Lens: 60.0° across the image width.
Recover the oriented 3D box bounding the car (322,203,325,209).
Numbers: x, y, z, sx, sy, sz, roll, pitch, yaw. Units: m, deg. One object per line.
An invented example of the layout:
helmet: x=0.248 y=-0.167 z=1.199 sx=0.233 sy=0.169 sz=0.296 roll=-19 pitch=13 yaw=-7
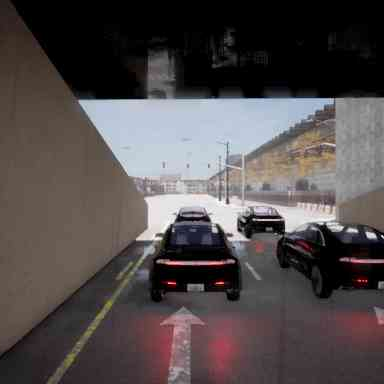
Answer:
car: x=17.402 y=1.450 z=40.046 sx=2.038 sy=1.542 sz=4.974 roll=0 pitch=0 yaw=45

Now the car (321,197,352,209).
car: x=17.438 y=1.293 z=40.083 sx=1.853 sy=1.218 sz=4.536 roll=0 pitch=0 yaw=45

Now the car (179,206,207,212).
car: x=0.040 y=1.504 z=17.475 sx=1.837 sy=1.490 sz=4.892 roll=0 pitch=0 yaw=0

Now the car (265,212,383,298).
car: x=3.559 y=1.491 z=8.517 sx=2.128 sy=1.511 sz=4.902 roll=0 pitch=0 yaw=0

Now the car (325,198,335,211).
car: x=17.313 y=1.451 z=35.439 sx=2.038 sy=1.542 sz=4.974 roll=0 pitch=0 yaw=-35

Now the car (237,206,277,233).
car: x=3.538 y=1.490 z=17.650 sx=2.128 sy=1.511 sz=4.902 roll=0 pitch=0 yaw=0

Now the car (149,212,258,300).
car: x=0.063 y=1.491 z=8.354 sx=2.128 sy=1.511 sz=4.902 roll=0 pitch=0 yaw=0
